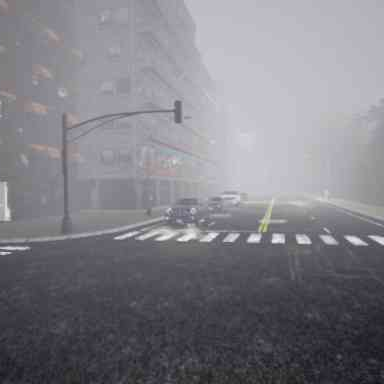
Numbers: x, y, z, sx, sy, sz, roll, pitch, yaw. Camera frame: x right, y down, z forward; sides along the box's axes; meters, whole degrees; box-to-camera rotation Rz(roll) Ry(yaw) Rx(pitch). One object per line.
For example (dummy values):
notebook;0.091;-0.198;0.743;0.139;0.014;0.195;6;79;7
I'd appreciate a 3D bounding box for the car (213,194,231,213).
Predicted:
car;2.272;1.179;31.961;1.812;1.442;4.674;-1;1;15

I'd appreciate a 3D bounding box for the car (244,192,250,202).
car;8.778;0.846;56.750;1.837;1.490;4.892;-1;0;15

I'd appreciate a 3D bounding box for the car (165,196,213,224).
car;-0.220;1.133;22.343;2.097;1.767;4.553;-1;1;14

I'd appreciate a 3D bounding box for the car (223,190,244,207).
car;4.913;0.741;42.174;2.150;2.045;5.566;-1;1;14
